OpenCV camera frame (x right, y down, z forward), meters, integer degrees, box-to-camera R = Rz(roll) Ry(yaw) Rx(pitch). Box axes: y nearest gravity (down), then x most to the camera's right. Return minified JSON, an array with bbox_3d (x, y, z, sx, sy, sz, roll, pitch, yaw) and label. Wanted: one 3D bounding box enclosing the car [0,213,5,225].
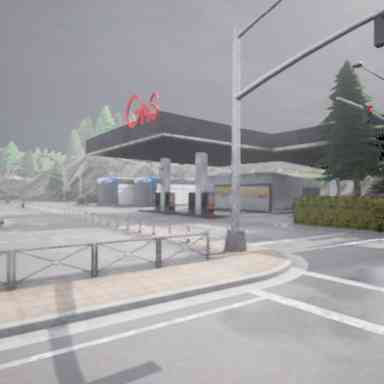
[{"bbox_3d":[-14.240,1.556,21.290,3.806,1.475,1.970,0,0,-36],"label":"car"}]
